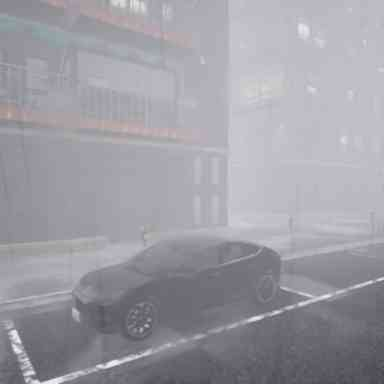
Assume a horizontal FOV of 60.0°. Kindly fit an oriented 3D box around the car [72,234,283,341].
[{"bbox_3d":[-0.052,1.564,6.518,4.313,1.339,1.947,0,0,-35],"label":"car"}]
